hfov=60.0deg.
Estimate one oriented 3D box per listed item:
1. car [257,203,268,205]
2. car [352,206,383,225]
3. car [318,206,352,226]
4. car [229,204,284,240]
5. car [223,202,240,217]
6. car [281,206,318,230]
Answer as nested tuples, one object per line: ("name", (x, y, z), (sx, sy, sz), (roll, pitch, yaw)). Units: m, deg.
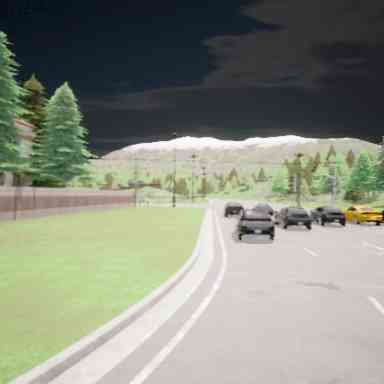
("car", (8.084, 1.998, 38.222), (1.994, 1.385, 4.181), (1, -1, 3))
("car", (14.563, 1.957, 28.916), (1.882, 1.535, 5.008), (1, 0, 3))
("car", (10.940, 1.906, 27.179), (1.837, 1.490, 4.892), (1, -1, 4))
("car", (3.342, 1.691, 18.284), (2.128, 1.511, 4.902), (1, 0, 4))
("car", (4.435, 1.829, 35.719), (1.882, 1.535, 5.008), (1, 0, 3))
("car", (7.240, 1.819, 24.133), (1.837, 1.490, 4.892), (1, 0, 4))
